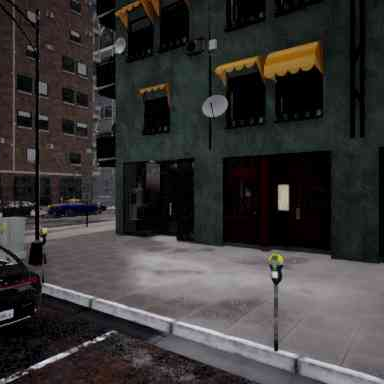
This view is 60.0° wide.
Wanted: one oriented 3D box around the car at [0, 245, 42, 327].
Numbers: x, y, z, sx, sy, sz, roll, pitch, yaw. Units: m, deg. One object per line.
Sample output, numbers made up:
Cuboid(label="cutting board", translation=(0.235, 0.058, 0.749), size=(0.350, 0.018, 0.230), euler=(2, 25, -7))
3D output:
Cuboid(label="car", translation=(-4.487, 1.551, 6.065), size=(4.403, 1.369, 2.008), euler=(0, 0, 35))

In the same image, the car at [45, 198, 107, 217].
Cuboid(label="car", translation=(-9.582, 1.342, 27.993), size=(1.895, 1.301, 4.718), euler=(0, 1, 35))

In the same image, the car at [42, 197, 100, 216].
Cuboid(label="car", translation=(-10.982, 1.249, 30.495), size=(1.752, 1.417, 4.829), euler=(1, 1, 35))

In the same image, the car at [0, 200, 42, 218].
Cuboid(label="car", translation=(-14.067, 1.350, 26.067), size=(2.008, 1.369, 4.403), euler=(1, 1, 35))
